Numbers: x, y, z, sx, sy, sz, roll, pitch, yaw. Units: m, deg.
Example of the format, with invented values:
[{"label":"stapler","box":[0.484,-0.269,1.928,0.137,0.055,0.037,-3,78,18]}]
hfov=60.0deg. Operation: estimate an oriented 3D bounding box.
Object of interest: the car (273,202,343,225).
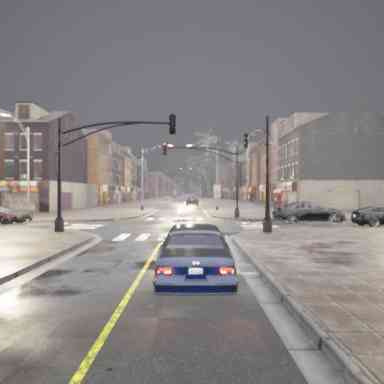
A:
[{"label":"car","box":[8.262,1.482,23.520,4.902,1.511,2.128,0,0,0]}]

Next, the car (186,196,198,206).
[{"label":"car","box":[0.029,1.430,58.004,2.097,1.767,4.553,0,0,0]}]

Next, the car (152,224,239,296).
[{"label":"car","box":[0.069,1.554,8.848,2.033,1.411,5.357,0,0,0]}]

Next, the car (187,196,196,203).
[{"label":"car","box":[-0.093,1.592,75.782,1.882,1.535,5.008,0,0,0]}]

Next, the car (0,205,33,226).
[{"label":"car","box":[-14.245,1.609,23.494,5.357,1.411,2.033,0,0,1]}]

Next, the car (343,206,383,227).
[{"label":"car","box":[12.324,1.533,20.981,4.313,1.339,1.947,0,0,0]}]
